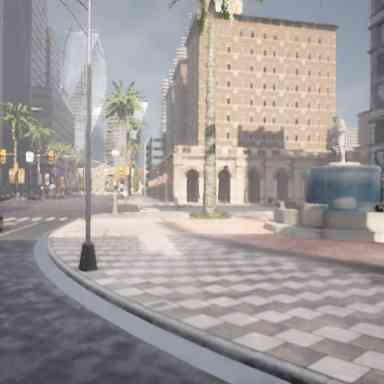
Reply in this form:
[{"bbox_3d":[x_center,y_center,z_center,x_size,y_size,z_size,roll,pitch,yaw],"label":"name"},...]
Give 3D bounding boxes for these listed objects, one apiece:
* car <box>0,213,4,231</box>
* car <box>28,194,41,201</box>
[{"bbox_3d":[-10.907,1.374,16.571,1.882,1.535,5.008,0,0,-17],"label":"car"},{"bbox_3d":[-35.232,1.147,74.506,2.161,1.482,4.786,0,0,-10],"label":"car"}]
